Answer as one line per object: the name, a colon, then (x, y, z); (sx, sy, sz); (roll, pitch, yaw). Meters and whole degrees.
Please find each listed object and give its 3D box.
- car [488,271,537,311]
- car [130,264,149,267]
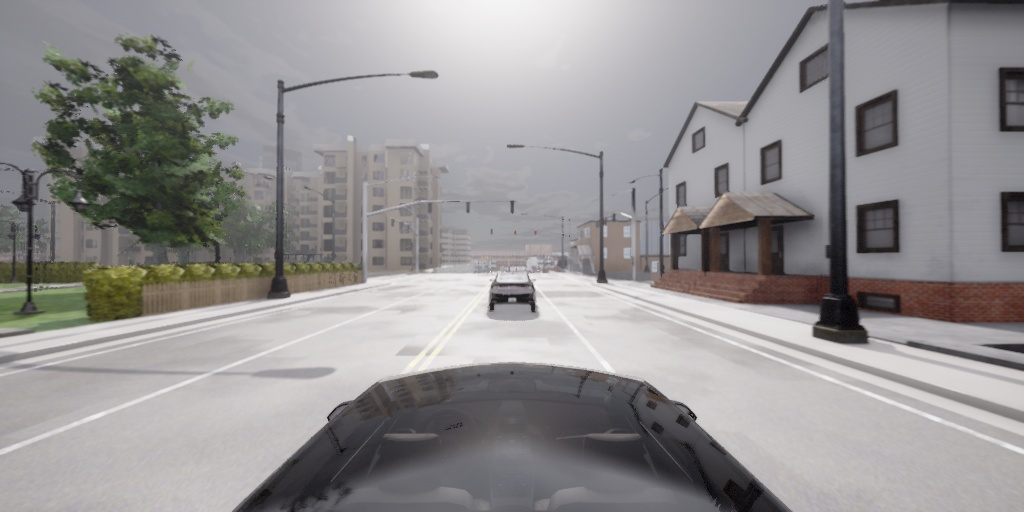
car: (0.031, 1.390, 15.334); (2.128, 1.511, 4.902); (0, 0, 0)
car: (-44.566, 1.699, 42.970); (4.892, 1.490, 1.837); (0, -1, 1)
